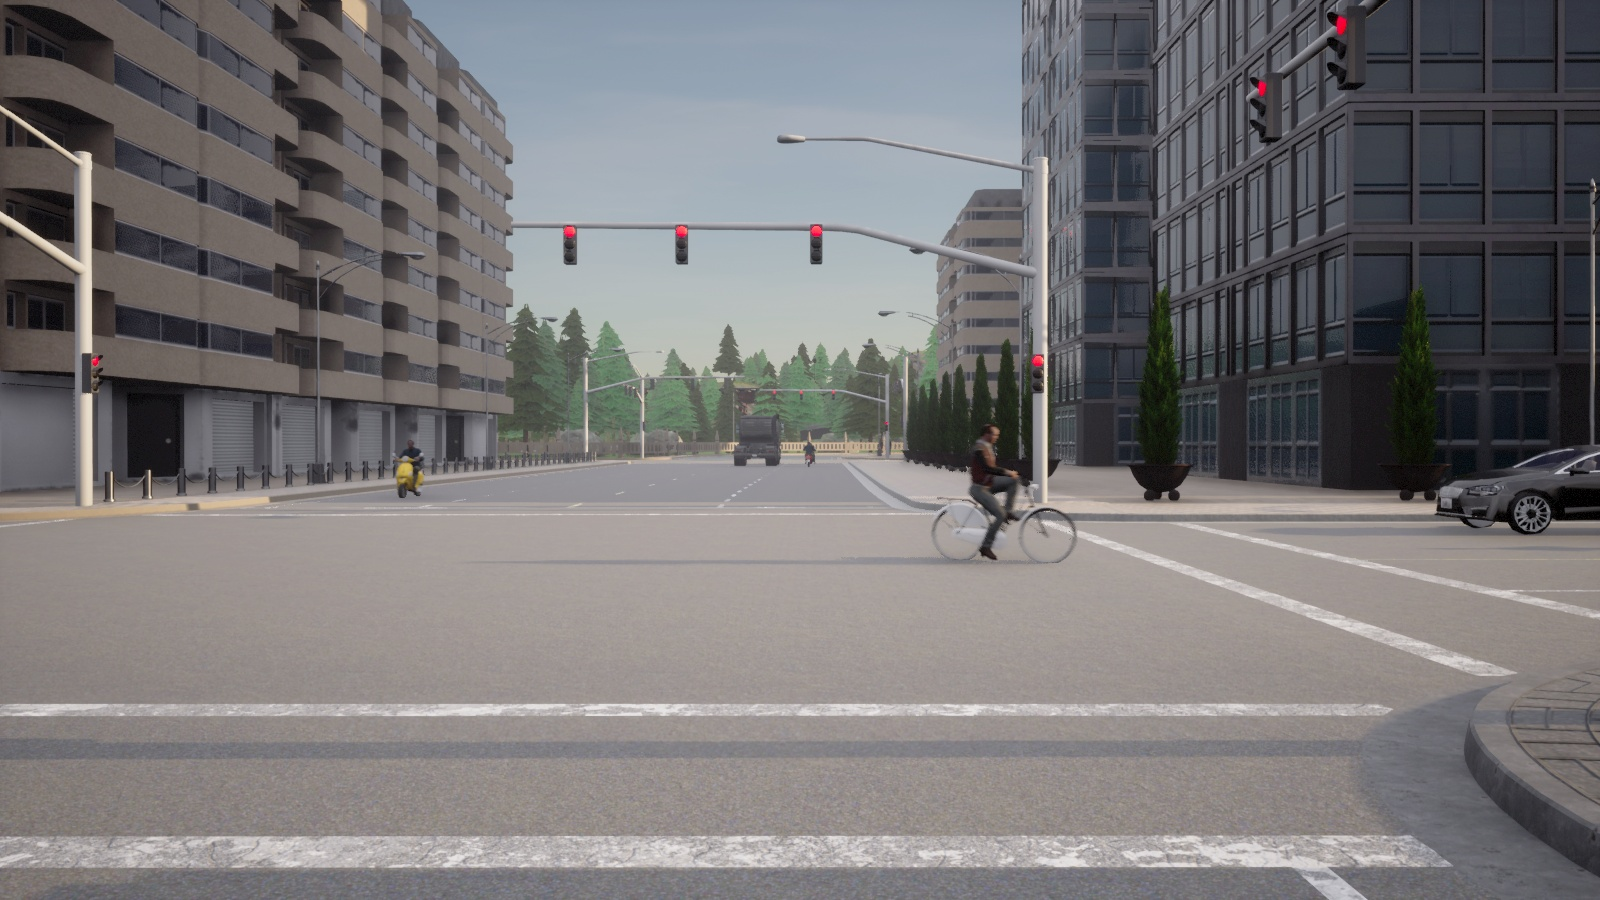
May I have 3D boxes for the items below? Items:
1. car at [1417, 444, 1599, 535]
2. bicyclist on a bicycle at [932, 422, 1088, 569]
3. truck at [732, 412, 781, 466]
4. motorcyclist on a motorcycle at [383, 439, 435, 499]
[{"bbox_3d":[13.678,0.646,21.788,4.902,1.511,2.128,0,0,1],"label":"car"},{"bbox_3d":[2.649,0.557,15.826,1.843,1.776,0.659,0,-1,20],"label":"bicyclist on a bicycle"},{"bbox_3d":[-2.822,-0.710,83.605,2.891,3.462,7.936,0,0,1],"label":"truck"},{"bbox_3d":[-10.623,0.498,34.178,0.866,1.590,1.817,0,0,0],"label":"motorcyclist on a motorcycle"}]
